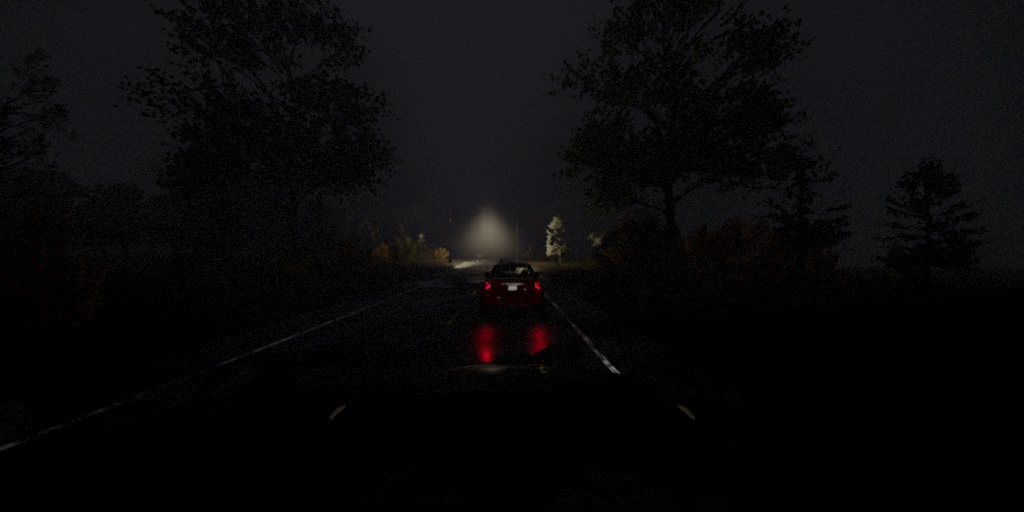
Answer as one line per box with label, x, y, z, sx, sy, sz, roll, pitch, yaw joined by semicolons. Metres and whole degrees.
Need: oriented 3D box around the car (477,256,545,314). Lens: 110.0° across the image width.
car;-0.005;0.997;13.326;2.097;1.767;4.553;0;0;-1
